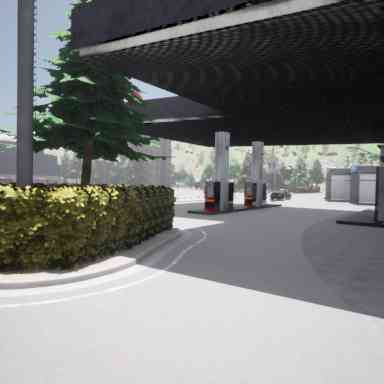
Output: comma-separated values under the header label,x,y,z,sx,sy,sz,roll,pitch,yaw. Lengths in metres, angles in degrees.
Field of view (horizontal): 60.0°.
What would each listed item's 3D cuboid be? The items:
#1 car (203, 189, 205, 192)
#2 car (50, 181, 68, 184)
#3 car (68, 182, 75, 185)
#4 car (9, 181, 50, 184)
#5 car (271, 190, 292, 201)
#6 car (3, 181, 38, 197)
label,x,y,z,sx,sy,sz,roll,pitch,yaw
car,4.715,-0.318,65.620,5.027,1.636,2.152,2,2,35
car,-26.948,-1.262,65.396,3.866,1.878,1.905,2,2,35
car,-25.617,-1.287,68.011,4.605,1.855,1.932,2,2,35
car,-17.327,-0.181,35.174,3.866,1.878,1.905,2,2,35
car,13.211,0.518,49.054,1.837,1.490,4.892,2,2,35
car,-21.877,-0.468,42.380,4.605,1.855,1.932,2,2,35
